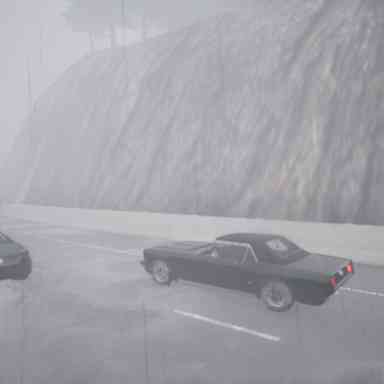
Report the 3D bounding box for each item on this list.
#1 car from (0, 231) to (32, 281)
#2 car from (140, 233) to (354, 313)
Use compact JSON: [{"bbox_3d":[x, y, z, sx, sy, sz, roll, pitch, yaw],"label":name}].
[{"bbox_3d":[-6.040,1.566,8.832,4.181,1.385,1.994,0,0,39],"label":"car"},{"bbox_3d":[1.015,1.613,7.713,4.718,1.301,1.895,0,0,37],"label":"car"}]
